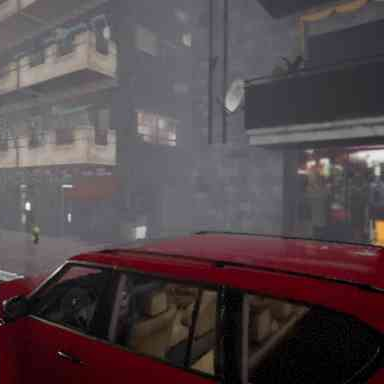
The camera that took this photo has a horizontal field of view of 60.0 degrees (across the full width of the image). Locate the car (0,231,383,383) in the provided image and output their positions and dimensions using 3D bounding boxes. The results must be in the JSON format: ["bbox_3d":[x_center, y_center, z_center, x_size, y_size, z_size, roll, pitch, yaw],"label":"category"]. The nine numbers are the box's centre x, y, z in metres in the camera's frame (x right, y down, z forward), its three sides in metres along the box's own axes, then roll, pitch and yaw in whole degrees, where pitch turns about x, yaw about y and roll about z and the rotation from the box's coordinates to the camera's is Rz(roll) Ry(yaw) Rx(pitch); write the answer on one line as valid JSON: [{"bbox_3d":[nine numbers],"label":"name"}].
[{"bbox_3d":[-0.204,1.314,3.003,5.009,1.841,2.192,0,1,35],"label":"car"}]
